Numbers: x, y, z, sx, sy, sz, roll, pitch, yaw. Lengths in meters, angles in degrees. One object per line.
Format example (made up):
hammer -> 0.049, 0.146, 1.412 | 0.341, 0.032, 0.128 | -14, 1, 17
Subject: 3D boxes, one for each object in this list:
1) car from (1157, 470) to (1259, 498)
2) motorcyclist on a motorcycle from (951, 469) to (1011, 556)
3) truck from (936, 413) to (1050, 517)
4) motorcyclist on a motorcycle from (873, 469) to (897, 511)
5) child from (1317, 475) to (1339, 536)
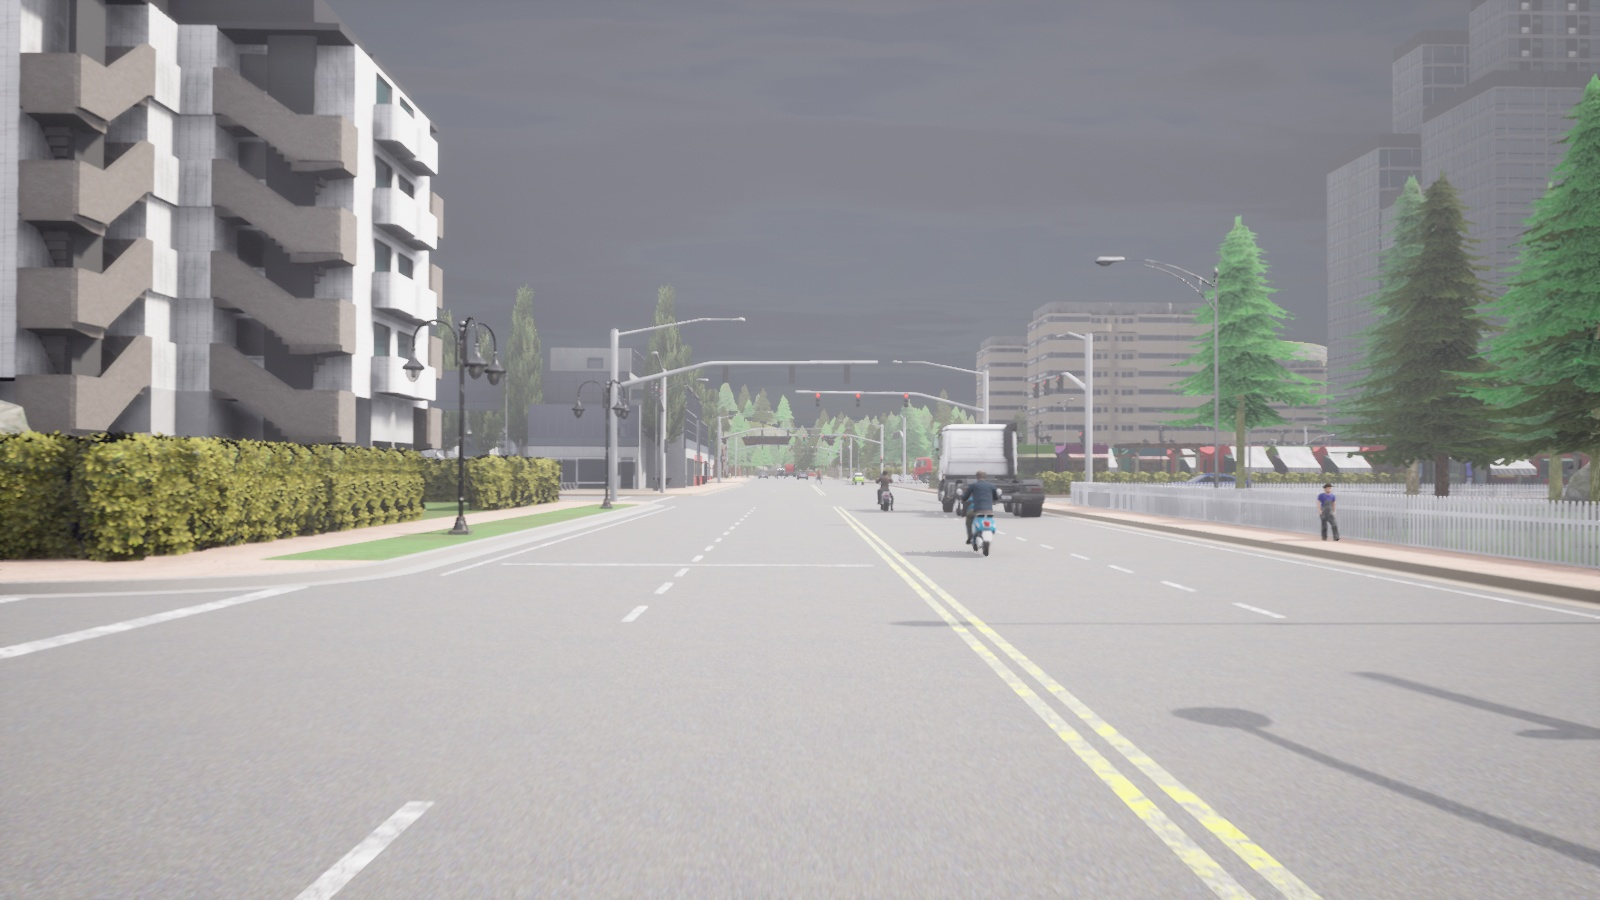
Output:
car -> 22.659, 1.871, 69.822 | 5.008, 1.535, 1.882 | 0, -1, -2
motorcyclist on a motorcycle -> 3.441, 1.156, 23.977 | 0.866, 1.590, 1.817 | 0, -1, 0
truck -> 6.893, 0.576, 46.026 | 2.891, 3.462, 7.936 | 0, -1, 0
motorcyclist on a motorcycle -> 3.377, 1.591, 50.162 | 0.766, 1.649, 2.350 | 0, -1, 0
child -> 10.979, 1.146, 26.108 | 0.270, 1.263, 0.437 | 0, -1, 0
